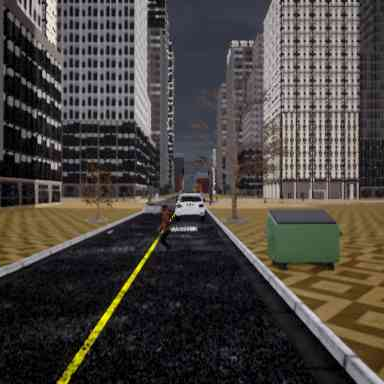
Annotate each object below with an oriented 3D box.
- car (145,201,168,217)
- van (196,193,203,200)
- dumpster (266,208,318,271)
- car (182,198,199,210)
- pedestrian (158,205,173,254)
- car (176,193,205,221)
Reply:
[{"bbox_3d":[-3.319,1.564,31.445,1.895,1.301,4.718,0,0,0],"label":"car"},{"bbox_3d":[2.047,1.221,90.925,1.690,1.788,3.998,0,0,0],"label":"van"},{"bbox_3d":[3.062,1.384,10.406,1.020,1.700,1.940,0,0,0],"label":"dumpster"},{"bbox_3d":[-0.212,1.496,42.715,2.033,1.411,5.357,0,0,0],"label":"car"},{"bbox_3d":[-0.912,1.280,11.765,0.375,1.860,0.375,0,0,-1],"label":"pedestrian"},{"bbox_3d":[-0.121,1.186,26.785,2.150,2.045,5.566,0,-1,0],"label":"car"}]
